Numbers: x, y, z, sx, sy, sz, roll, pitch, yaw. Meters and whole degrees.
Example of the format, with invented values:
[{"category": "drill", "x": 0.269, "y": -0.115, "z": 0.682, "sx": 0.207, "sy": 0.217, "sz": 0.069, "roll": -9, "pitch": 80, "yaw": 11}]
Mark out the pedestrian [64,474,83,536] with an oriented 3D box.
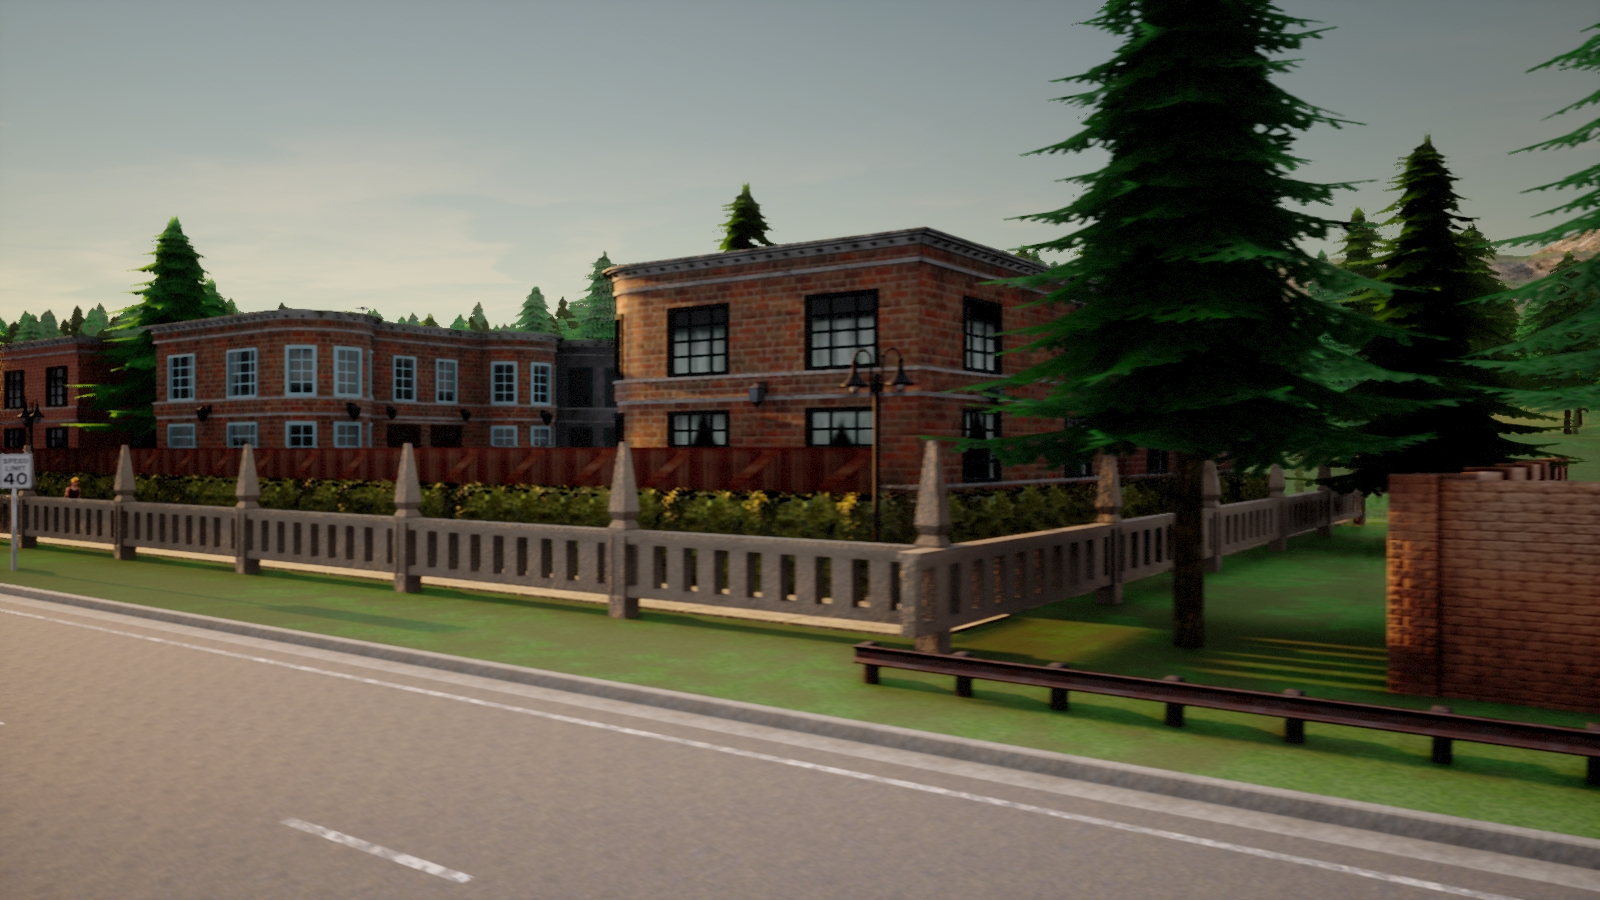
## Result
[{"category": "pedestrian", "x": -22.384, "y": 1.689, "z": 35.216, "sx": 0.375, "sy": 1.860, "sz": 0.375, "roll": 0, "pitch": 0, "yaw": 35}]
